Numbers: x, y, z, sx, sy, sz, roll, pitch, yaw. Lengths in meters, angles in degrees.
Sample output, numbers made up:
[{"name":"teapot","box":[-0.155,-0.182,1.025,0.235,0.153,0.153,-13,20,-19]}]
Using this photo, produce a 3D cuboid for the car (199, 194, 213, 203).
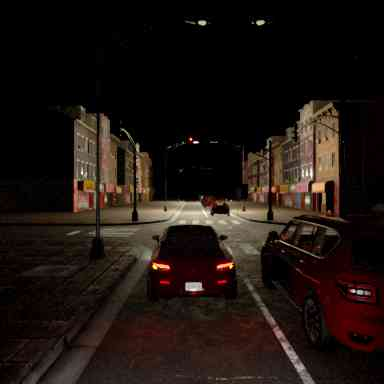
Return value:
[{"name":"car","box":[2.697,1.406,54.279,2.192,1.841,5.009,1,0,0]}]

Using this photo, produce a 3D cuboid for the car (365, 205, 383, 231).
[{"name":"car","box":[13.561,1.583,20.681,4.674,1.442,1.812,0,-1,0]}]

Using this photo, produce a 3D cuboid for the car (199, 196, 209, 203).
[{"name":"car","box":[2.714,1.719,76.029,2.008,1.369,4.403,0,0,0]}]

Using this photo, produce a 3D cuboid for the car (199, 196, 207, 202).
[{"name":"car","box":[2.723,1.779,86.904,1.947,1.339,4.313,0,0,0]}]

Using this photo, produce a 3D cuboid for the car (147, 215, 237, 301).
[{"name":"car","box":[-0.043,1.530,8.252,1.812,1.442,4.674,0,0,-2]}]

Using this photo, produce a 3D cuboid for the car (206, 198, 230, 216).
[{"name":"car","box":[2.676,1.582,32.530,1.887,1.381,4.507,1,0,0]}]

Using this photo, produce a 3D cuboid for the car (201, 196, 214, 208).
[{"name":"car","box":[2.690,1.621,48.841,1.887,1.381,4.507,1,0,0]}]

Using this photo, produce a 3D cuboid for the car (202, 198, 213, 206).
[{"name":"car","box":[2.700,1.691,59.716,1.802,1.307,4.206,0,0,0]}]

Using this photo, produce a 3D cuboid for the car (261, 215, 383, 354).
[{"name":"car","box":[2.656,1.318,6.099,2.192,1.841,5.009,1,0,0]}]

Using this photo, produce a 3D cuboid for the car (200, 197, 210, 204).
[{"name":"car","box":[2.709,1.729,70.591,1.802,1.307,4.206,0,0,0]}]
